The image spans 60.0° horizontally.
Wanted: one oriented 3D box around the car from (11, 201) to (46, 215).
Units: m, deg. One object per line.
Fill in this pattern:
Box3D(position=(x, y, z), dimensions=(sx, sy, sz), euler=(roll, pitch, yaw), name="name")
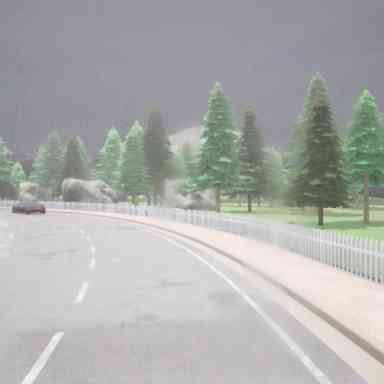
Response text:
Box3D(position=(-17.128, 1.579, 34.806), dimensions=(4.181, 1.385, 1.994), euler=(0, 0, 39), name="car")
